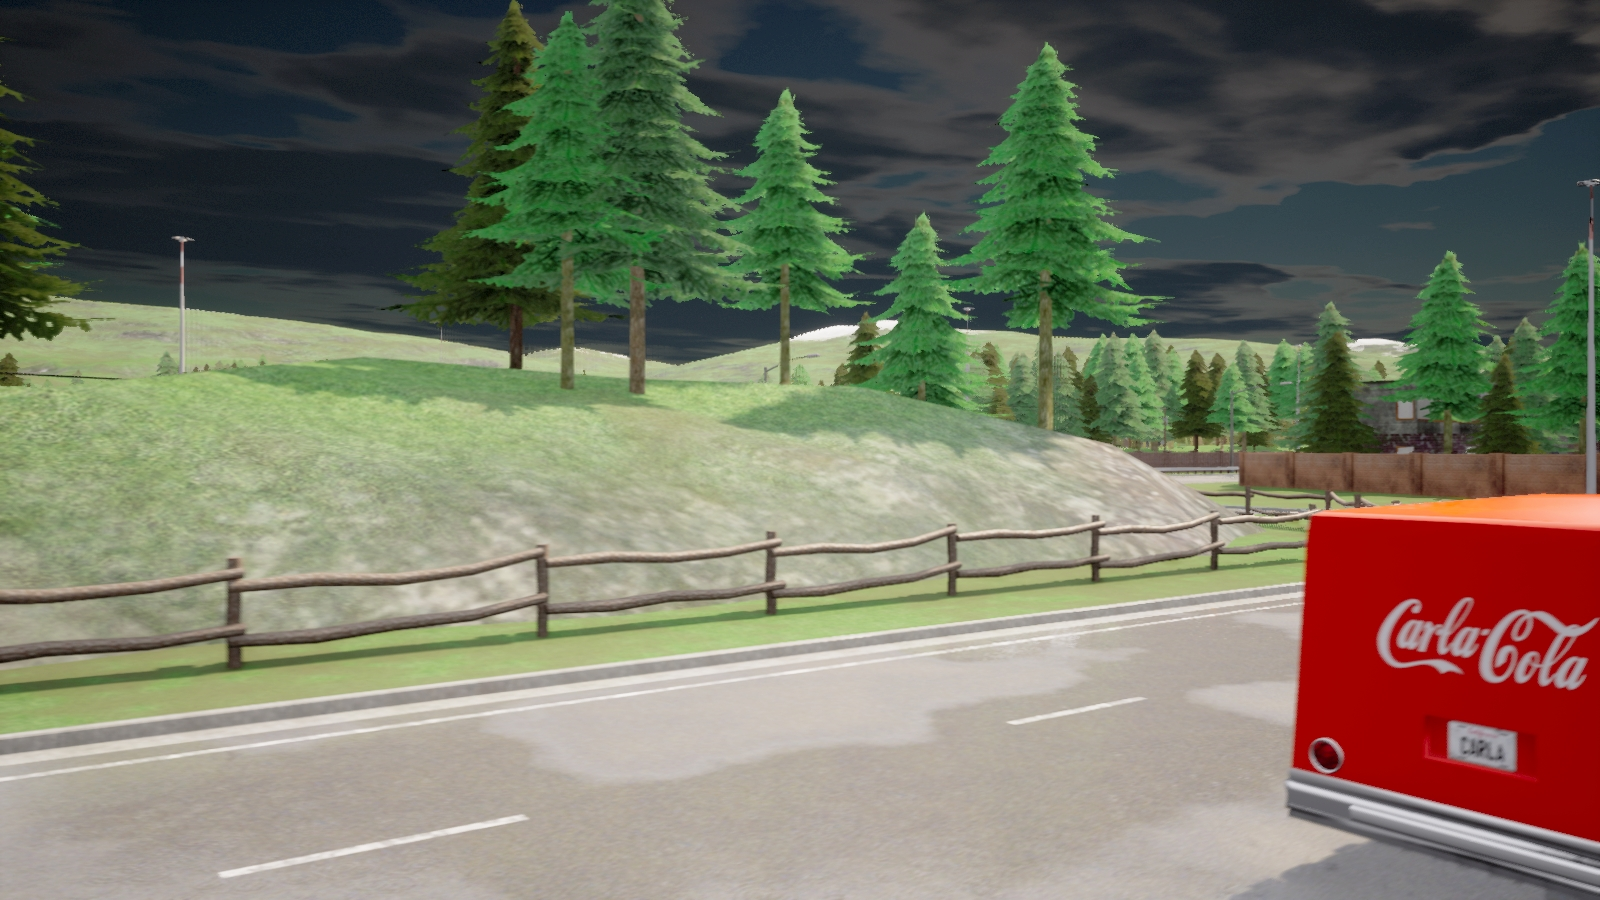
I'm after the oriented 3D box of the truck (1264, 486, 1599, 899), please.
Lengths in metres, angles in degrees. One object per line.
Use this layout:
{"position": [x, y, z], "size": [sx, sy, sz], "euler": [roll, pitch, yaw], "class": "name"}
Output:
{"position": [5.943, 1.569, 7.952], "size": [5.204, 2.467, 2.627], "euler": [0, 0, -35], "class": "truck"}
